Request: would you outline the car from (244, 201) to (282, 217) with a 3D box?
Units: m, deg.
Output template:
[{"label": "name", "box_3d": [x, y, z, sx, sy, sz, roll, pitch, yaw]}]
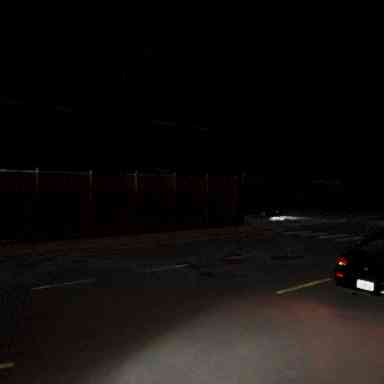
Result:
[{"label": "car", "box_3d": [6.588, 1.603, 31.948, 1.994, 1.385, 4.181, 0, 0, -36]}]

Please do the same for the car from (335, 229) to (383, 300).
[{"label": "car", "box_3d": [5.013, 1.520, 7.361, 4.674, 1.442, 1.812, 0, 0, -36]}]
